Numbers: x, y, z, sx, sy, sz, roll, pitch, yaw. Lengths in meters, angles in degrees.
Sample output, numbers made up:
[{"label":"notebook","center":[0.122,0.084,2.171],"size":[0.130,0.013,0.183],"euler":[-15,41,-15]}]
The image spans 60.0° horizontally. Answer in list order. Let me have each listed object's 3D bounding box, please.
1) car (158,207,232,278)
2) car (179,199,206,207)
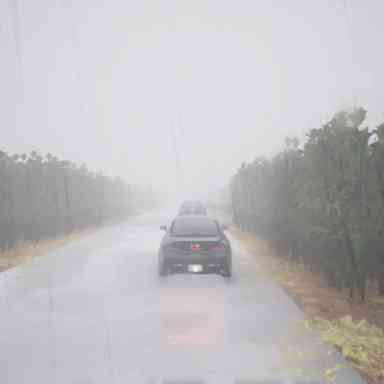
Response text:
[{"label":"car","center":[0.073,1.435,9.871],"size":[1.837,1.490,4.892],"euler":[0,1,0]},{"label":"car","center":[0.029,1.424,26.838],"size":[2.097,1.767,4.553],"euler":[0,-1,0]}]
